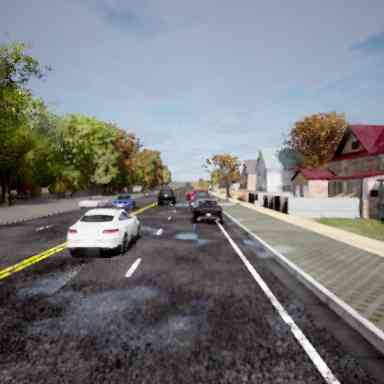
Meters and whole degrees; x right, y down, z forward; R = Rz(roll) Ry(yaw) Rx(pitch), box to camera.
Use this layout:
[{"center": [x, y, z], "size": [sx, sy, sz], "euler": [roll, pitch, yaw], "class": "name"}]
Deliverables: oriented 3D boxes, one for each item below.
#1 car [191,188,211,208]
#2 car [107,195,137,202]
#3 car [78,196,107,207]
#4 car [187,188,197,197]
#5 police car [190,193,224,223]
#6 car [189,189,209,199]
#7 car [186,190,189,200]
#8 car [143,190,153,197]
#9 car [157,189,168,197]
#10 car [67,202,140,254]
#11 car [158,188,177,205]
[{"center": [0.972, 0.638, 37.954], "size": [2.150, 2.045, 5.566], "euler": [0, 1, 0], "class": "car"}, {"center": [-6.588, 1.022, 32.756], "size": [1.812, 1.442, 4.674], "euler": [0, 1, 0], "class": "car"}, {"center": [-9.842, 1.083, 33.612], "size": [1.895, 1.301, 4.718], "euler": [0, 1, 0], "class": "car"}, {"center": [-0.006, 0.080, 73.056], "size": [2.097, 1.767, 4.553], "euler": [0, 1, 0], "class": "car"}, {"center": [0.973, 1.088, 22.039], "size": [1.930, 1.638, 5.238], "euler": [0, 1, 0], "class": "police car"}, {"center": [0.972, 0.861, 31.898], "size": [2.097, 1.767, 4.553], "euler": [0, 1, 0], "class": "car"}, {"center": [-0.002, 0.603, 55.725], "size": [1.882, 1.535, 5.008], "euler": [0, 1, 0], "class": "car"}, {"center": [-9.755, 0.270, 74.240], "size": [2.128, 1.511, 4.902], "euler": [0, 1, 0], "class": "car"}, {"center": [-6.504, 0.223, 74.239], "size": [1.882, 1.535, 5.008], "euler": [0, 1, 0], "class": "car"}, {"center": [-3.150, 1.334, 12.465], "size": [1.812, 1.442, 4.674], "euler": [0, 1, 0], "class": "car"}, {"center": [-3.154, 0.550, 43.289], "size": [2.150, 2.045, 5.566], "euler": [0, 1, 0], "class": "car"}]
